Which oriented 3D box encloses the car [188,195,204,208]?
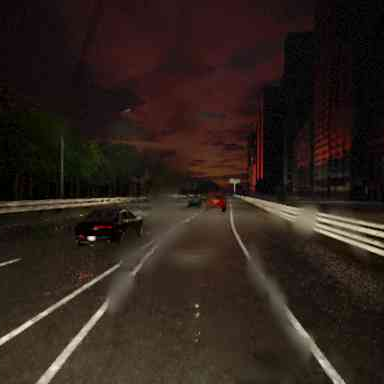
[{"bbox_3d":[0.545,1.598,50.241,2.033,1.411,5.357,1,0,6],"label":"car"}]

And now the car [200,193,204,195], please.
[{"bbox_3d":[2.604,1.318,68.692,2.150,2.045,5.566,1,0,6],"label":"car"}]

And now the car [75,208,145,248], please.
[{"bbox_3d":[-3.476,1.487,14.805,1.837,1.490,4.892,0,0,6],"label":"car"}]

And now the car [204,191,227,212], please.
[{"bbox_3d":[3.061,1.286,40.991,2.150,2.045,5.566,0,0,7],"label":"car"}]
